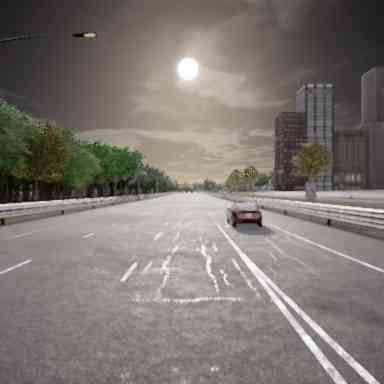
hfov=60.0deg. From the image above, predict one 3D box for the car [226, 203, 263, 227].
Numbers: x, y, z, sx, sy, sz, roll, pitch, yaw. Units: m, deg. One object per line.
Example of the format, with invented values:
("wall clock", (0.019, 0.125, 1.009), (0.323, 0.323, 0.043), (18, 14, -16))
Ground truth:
("car", (3.504, 1.470, 22.798), (2.163, 1.488, 4.792), (0, 0, 0))
